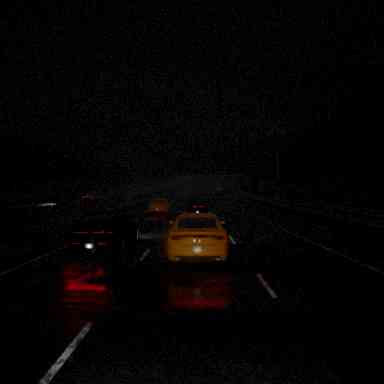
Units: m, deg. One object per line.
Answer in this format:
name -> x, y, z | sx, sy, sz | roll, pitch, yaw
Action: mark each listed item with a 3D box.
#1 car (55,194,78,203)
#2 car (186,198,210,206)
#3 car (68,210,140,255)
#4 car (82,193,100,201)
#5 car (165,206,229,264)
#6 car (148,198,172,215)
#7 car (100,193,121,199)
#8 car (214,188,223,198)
car -> -19.857, 1.016, 52.508 | 1.895, 1.301, 4.718 | 0, 1, 3
car -> 0.517, 1.352, 29.985 | 1.837, 1.490, 4.892 | 0, 1, 1
car -> -3.303, 1.488, 13.187 | 1.837, 1.490, 4.892 | 0, 0, 1
car -> -16.281, 0.855, 54.080 | 1.882, 1.535, 5.008 | 0, 1, 3
car -> 0.181, 1.467, 11.824 | 1.882, 1.535, 5.008 | 0, 0, 1
car -> -2.945, 1.304, 31.382 | 1.882, 1.535, 5.008 | 0, 1, 2
car -> -12.790, 0.907, 53.929 | 1.812, 1.442, 4.674 | 0, 1, 3
car -> 5.586, 0.420, 69.131 | 2.033, 1.411, 5.357 | 0, 2, 3
